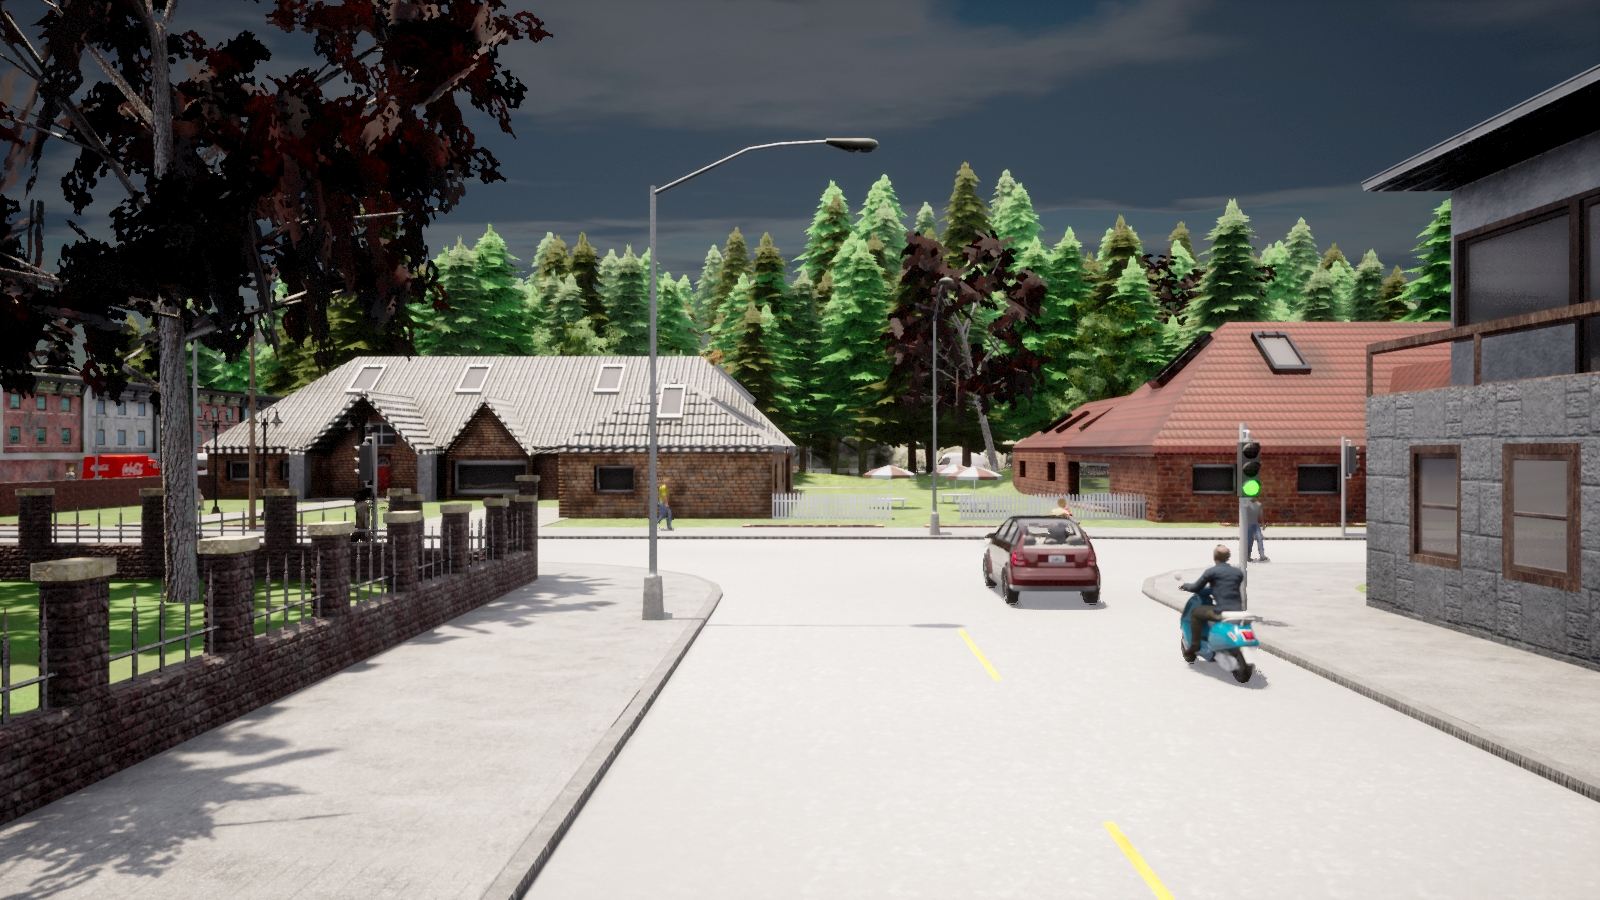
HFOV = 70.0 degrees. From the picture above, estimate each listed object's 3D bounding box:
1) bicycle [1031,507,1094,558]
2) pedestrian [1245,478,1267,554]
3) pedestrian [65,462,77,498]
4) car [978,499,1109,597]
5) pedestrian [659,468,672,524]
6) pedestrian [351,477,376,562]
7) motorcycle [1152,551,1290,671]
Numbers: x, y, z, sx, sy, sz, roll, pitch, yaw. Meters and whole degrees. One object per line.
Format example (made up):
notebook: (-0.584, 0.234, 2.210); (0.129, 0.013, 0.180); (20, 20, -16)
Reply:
bicycle: (6.551, 2.035, 28.489); (0.859, 1.080, 1.487); (3, 3, 43)
pedestrian: (11.316, 1.629, 28.370); (0.375, 1.860, 0.375); (0, 0, -8)
pedestrian: (-37.335, 1.524, 58.485); (0.375, 1.860, 0.375); (0, 0, 27)
car: (4.572, 1.806, 21.978); (1.789, 1.549, 3.705); (0, 0, 1)
pedestrian: (-4.477, 1.524, 38.059); (0.375, 1.860, 0.375); (0, 0, 2)
pedestrian: (-9.602, 1.523, 25.132); (0.375, 1.860, 0.375); (0, 0, 4)
motorcycle: (5.214, 1.962, 14.285); (0.856, 1.236, 1.805); (1, 0, -8)
